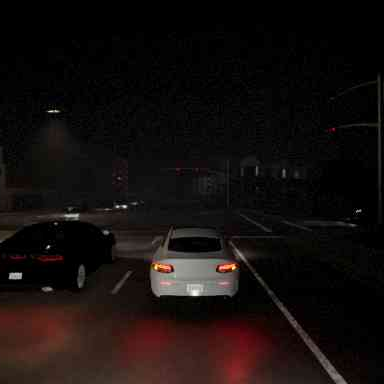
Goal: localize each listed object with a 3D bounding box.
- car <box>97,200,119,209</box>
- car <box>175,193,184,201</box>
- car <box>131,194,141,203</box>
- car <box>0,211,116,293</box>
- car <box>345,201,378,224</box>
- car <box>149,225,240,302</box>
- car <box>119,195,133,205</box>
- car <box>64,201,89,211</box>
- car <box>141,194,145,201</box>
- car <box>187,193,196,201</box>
[{"bbox_3d":[-14.089,1.982,55.085,2.033,1.411,5.357,0,0,1],"label":"car"},{"bbox_3d":[-3.509,1.418,89.010,2.150,2.045,5.566,0,0,0],"label":"car"},{"bbox_3d":[-14.008,1.556,78.299,2.097,1.767,4.553,0,0,0],"label":"car"},{"bbox_3d":[-3.430,1.498,8.971,1.882,1.535,5.008,0,0,0],"label":"car"},{"bbox_3d":[14.246,1.491,25.507,4.553,1.767,2.097,0,-1,0],"label":"car"},{"bbox_3d":[0.066,1.540,8.185,1.812,1.442,4.674,0,0,0],"label":"car"},{"bbox_3d":[-14.007,1.946,68.006,1.895,1.301,4.718,0,1,0],"label":"car"},{"bbox_3d":[-14.103,1.822,40.964,2.128,1.511,4.902,0,0,0],"label":"car"},{"bbox_3d":[-14.009,1.427,90.304,2.150,2.045,5.566,0,0,0],"label":"car"},{"bbox_3d":[-0.009,1.414,89.313,2.150,2.045,5.566,0,-1,0],"label":"car"}]
